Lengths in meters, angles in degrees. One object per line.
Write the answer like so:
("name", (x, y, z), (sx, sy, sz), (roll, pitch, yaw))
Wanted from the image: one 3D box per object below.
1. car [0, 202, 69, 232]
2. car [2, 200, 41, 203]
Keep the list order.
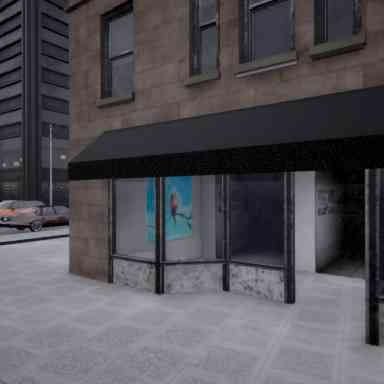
("car", (-8.427, 1.491, 19.754), (2.033, 1.411, 5.357), (0, 0, 35))
("car", (-11.345, 1.311, 21.002), (2.097, 1.767, 4.553), (0, 0, 35))
